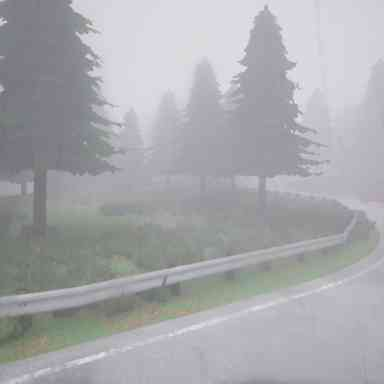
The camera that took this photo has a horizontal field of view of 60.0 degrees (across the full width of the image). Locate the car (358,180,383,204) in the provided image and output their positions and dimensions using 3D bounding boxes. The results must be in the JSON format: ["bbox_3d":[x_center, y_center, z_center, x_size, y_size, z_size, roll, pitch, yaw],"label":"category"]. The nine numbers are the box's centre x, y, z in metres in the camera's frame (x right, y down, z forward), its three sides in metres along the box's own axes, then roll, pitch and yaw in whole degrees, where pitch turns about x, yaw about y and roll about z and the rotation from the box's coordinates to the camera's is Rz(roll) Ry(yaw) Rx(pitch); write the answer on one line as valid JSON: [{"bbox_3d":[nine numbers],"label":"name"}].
[{"bbox_3d":[15.166,0.092,25.363,2.150,2.045,5.566,1,3,-7],"label":"car"}]

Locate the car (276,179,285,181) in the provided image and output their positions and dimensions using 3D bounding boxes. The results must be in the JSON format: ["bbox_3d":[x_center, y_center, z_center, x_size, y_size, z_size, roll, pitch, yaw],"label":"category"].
[{"bbox_3d":[19.311,-2.983,68.929,2.033,1.411,5.357,0,4,36],"label":"car"}]
